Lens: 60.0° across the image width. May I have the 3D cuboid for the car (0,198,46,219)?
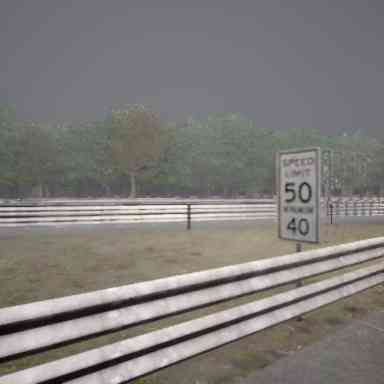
[{"bbox_3d":[-14.139,1.280,25.961,4.902,1.511,2.128,0,0,-22],"label":"car"}]

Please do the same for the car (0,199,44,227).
[{"bbox_3d":[-11.521,1.325,19.468,5.357,1.411,2.033,0,0,-22],"label":"car"}]
